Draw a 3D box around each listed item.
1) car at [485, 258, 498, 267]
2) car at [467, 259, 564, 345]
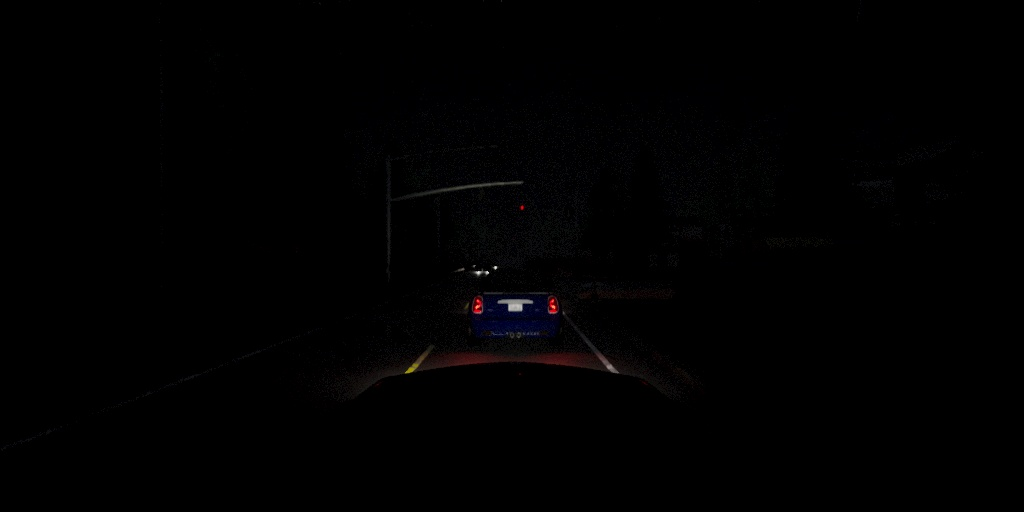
[{"bbox_3d":[-3.561,1.070,61.963,1.882,1.535,5.008,0,0,0],"label":"car"},{"bbox_3d":[0.078,1.082,9.559,2.097,1.767,4.553,0,0,0],"label":"car"}]
